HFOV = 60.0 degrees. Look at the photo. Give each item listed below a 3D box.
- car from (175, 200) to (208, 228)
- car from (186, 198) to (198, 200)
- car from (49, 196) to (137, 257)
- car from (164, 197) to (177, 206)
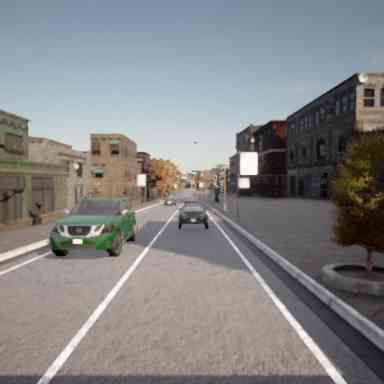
[{"bbox_3d":[0.071,1.503,21.989,1.812,1.442,4.674,0,0,0],"label":"car"},{"bbox_3d":[-0.013,1.467,41.985,1.882,1.535,5.008,0,0,0],"label":"car"},{"bbox_3d":[-3.595,1.207,13.235,2.150,2.045,5.566,0,0,0],"label":"car"},{"bbox_3d":[-3.522,1.510,54.551,2.128,1.511,4.902,0,0,0],"label":"car"}]
